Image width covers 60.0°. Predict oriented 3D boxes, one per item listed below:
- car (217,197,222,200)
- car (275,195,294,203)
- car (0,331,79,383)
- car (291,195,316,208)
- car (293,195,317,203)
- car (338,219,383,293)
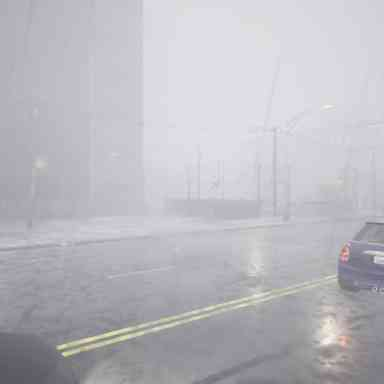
[{"bbox_3d":[4.575,1.575,60.769,4.718,1.301,1.895,0,0,-36],"label":"car"},{"bbox_3d":[19.301,1.452,69.281,3.806,1.475,1.970,0,0,-36],"label":"car"},{"bbox_3d":[-2.712,1.564,1.809,4.181,1.385,1.994,0,0,-36],"label":"car"},{"bbox_3d":[15.334,1.254,46.213,4.553,1.767,2.185,0,0,-36],"label":"car"},{"bbox_3d":[22.214,1.420,65.285,4.674,1.452,2.002,0,0,-36],"label":"car"},{"bbox_3d":[5.425,1.352,7.678,4.553,1.767,2.097,0,0,-35],"label":"car"}]
